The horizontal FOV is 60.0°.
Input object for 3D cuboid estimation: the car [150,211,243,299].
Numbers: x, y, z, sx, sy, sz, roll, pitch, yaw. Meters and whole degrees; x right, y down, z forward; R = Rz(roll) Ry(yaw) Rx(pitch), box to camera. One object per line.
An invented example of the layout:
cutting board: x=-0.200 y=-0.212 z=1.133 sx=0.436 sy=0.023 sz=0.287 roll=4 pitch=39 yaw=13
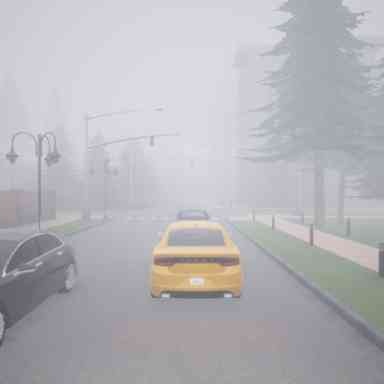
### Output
car: x=0.084 y=1.477 z=8.529 sx=1.882 sy=1.535 sz=5.008 roll=0 pitch=0 yaw=0

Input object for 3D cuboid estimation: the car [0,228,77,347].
car: x=-3.607 y=1.504 z=6.010 sx=1.837 sy=1.490 sz=4.892 roll=0 pitch=0 yaw=0
